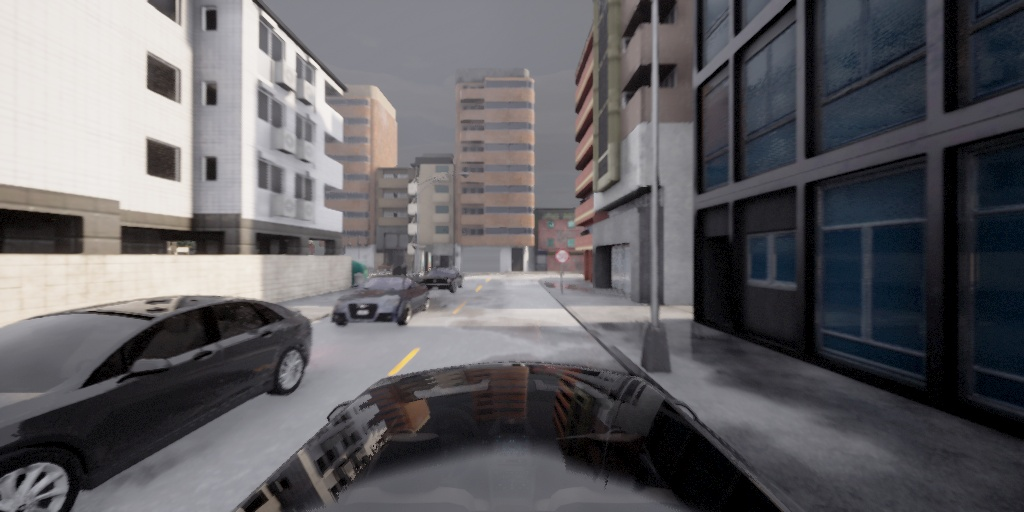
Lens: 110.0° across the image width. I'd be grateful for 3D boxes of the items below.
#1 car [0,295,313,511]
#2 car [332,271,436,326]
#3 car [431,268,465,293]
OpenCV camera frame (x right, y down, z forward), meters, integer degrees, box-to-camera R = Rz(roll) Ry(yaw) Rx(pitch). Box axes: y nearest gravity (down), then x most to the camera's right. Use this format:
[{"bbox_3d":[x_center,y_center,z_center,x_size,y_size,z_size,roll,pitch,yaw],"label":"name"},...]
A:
[{"bbox_3d":[-4.095,1.254,3.801,1.837,1.490,4.892,0,0,0],"label":"car"},{"bbox_3d":[-3.996,1.327,11.585,1.994,1.385,4.181,0,0,0],"label":"car"},{"bbox_3d":[-4.008,1.379,20.938,1.895,1.301,4.718,0,0,0],"label":"car"}]
